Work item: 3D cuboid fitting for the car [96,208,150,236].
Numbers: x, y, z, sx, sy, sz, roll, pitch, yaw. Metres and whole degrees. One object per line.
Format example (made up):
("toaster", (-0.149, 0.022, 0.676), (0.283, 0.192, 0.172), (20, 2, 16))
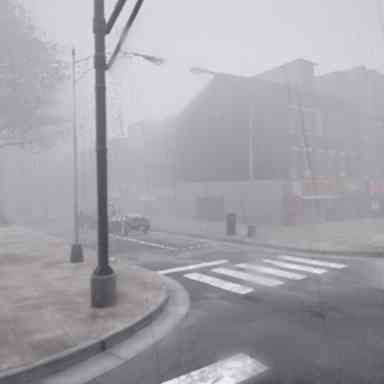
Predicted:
("car", (-4.255, 1.967, 21.565), (2.008, 1.369, 4.403), (-3, 0, -35))

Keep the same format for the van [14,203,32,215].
("van", (-26.761, 2.716, 53.097), (1.690, 1.788, 3.998), (-3, 0, -35))

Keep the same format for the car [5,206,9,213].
("car", (-36.389, 3.380, 66.612), (1.802, 1.307, 4.206), (-3, 0, -35))

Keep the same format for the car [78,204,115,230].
("car", (-7.480, 1.865, 26.069), (2.192, 1.841, 5.009), (-3, 0, -35))

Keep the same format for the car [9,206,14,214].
("car", (-30.063, 3.044, 57.740), (1.752, 1.417, 4.829), (-3, 0, -35))
